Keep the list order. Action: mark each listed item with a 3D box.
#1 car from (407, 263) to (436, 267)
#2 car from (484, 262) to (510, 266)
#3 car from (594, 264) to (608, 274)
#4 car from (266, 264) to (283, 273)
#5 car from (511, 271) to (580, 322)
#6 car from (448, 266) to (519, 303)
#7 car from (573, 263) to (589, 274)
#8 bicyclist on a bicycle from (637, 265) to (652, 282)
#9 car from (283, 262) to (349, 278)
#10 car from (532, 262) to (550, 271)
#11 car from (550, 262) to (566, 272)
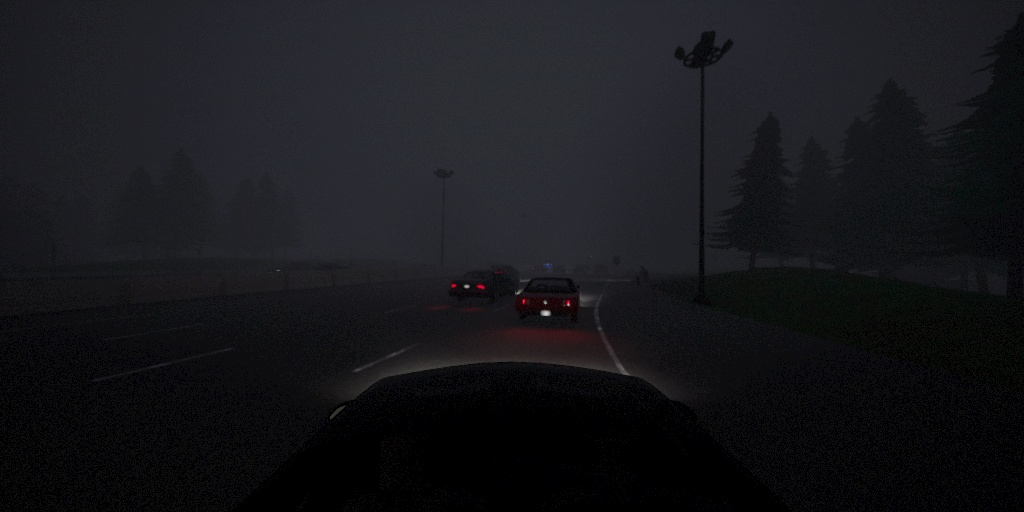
[{"bbox_3d":[-11.133,1.720,46.168,1.895,1.301,4.718,1,-1,17],"label":"car"},{"bbox_3d":[-0.747,1.519,31.161,1.837,1.490,4.892,0,-1,16],"label":"car"},{"bbox_3d":[14.978,2.065,60.291,2.097,1.767,4.553,1,-1,16],"label":"car"},{"bbox_3d":[-21.597,1.298,35.367,1.837,1.490,4.892,1,-1,16],"label":"car"},{"bbox_3d":[1.442,1.399,12.702,1.895,1.301,4.718,1,0,11],"label":"car"},{"bbox_3d":[-1.178,1.359,17.250,2.033,1.411,5.357,1,-1,16],"label":"car"},{"bbox_3d":[11.509,2.180,60.902,1.837,1.490,4.892,1,-1,16],"label":"car"},{"bbox_3d":[12.876,1.750,35.261,1.656,1.620,0.582,4,0,17],"label":"bicyclist on a bicycle"},{"bbox_3d":[-15.901,1.269,29.934,1.882,1.535,5.008,1,-1,16],"label":"car"},{"bbox_3d":[4.916,2.223,63.298,1.895,1.301,4.718,1,-1,16],"label":"car"},{"bbox_3d":[8.267,2.178,62.286,1.812,1.442,4.674,1,-1,16],"label":"car"}]
